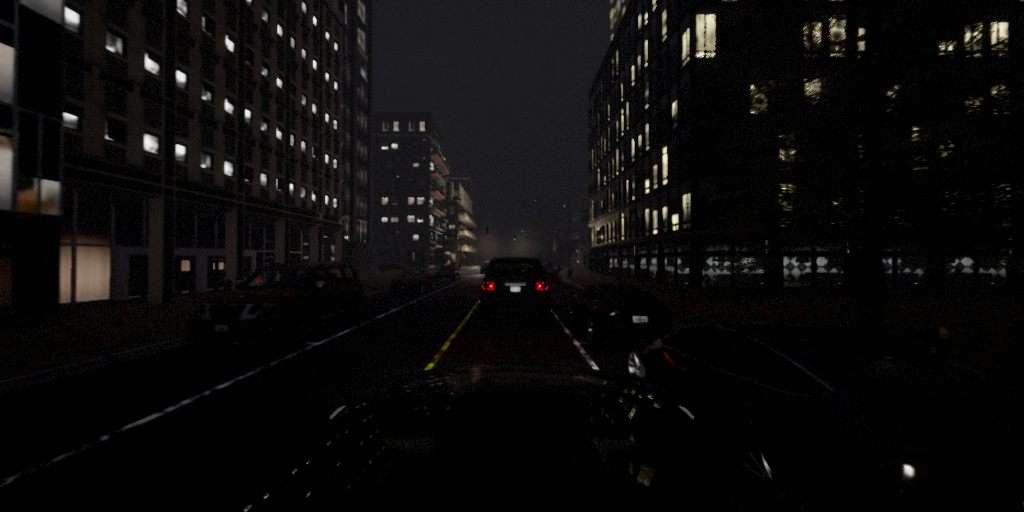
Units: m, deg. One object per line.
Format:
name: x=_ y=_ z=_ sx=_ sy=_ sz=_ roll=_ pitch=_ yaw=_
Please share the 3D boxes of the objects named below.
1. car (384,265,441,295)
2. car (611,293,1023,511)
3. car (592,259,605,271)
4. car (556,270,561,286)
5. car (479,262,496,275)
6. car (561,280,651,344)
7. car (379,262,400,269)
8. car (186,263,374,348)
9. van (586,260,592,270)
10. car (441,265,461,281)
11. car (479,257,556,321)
car: x=-5.688 y=1.411 z=20.909 sx=1.888 sy=1.381 sz=4.507 roll=0 pitch=0 yaw=0
car: x=2.658 y=1.328 z=3.814 sx=1.948 sy=1.339 sz=4.313 roll=0 pitch=0 yaw=0
car: x=14.924 y=1.423 z=53.142 sx=5.009 sy=1.841 sz=2.192 roll=0 pitch=0 yaw=0
car: x=2.660 y=1.483 z=26.570 sx=1.802 sy=1.307 sz=4.207 roll=0 pitch=0 yaw=0
car: x=-3.000 y=1.550 z=45.315 sx=1.812 sy=1.442 sz=4.674 roll=0 pitch=-1 yaw=0
car: x=2.659 y=1.362 z=9.504 sx=1.948 sy=1.339 sz=4.313 roll=0 pitch=0 yaw=0
car: x=-17.463 y=1.598 z=53.067 sx=4.207 sy=1.307 sz=1.802 roll=0 pitch=0 yaw=0
car: x=-5.689 y=1.111 z=9.530 sx=2.192 sy=1.841 sz=5.009 roll=0 pitch=0 yaw=0
van: x=14.902 y=1.543 z=61.522 sx=3.998 sy=1.789 sz=1.690 roll=0 pitch=0 yaw=0
car: x=-5.687 y=1.503 z=32.286 sx=1.948 sy=1.339 sz=4.313 roll=0 pitch=0 yaw=0
car: x=0.101 y=1.039 z=12.864 sx=2.150 sy=2.045 sz=5.566 roll=0 pitch=0 yaw=0
